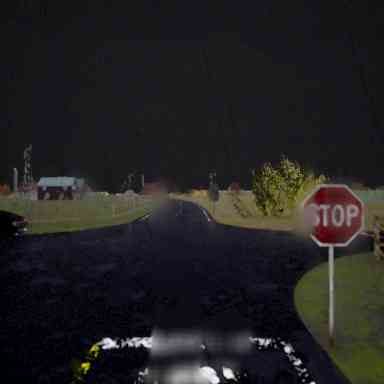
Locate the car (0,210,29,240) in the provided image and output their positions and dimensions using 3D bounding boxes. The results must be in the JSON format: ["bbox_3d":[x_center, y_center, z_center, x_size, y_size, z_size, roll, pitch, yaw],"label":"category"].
[{"bbox_3d":[-10.682,1.640,16.252,4.892,1.490,1.837,-1,4,-6],"label":"car"}]
